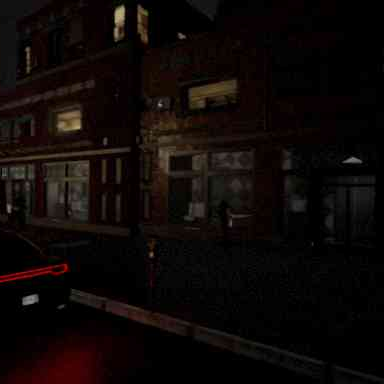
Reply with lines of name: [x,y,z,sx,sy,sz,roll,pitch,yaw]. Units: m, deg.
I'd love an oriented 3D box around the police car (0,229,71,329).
police car: [-4.510,1.389,6.471,5.238,1.638,1.930,0,0,35]
